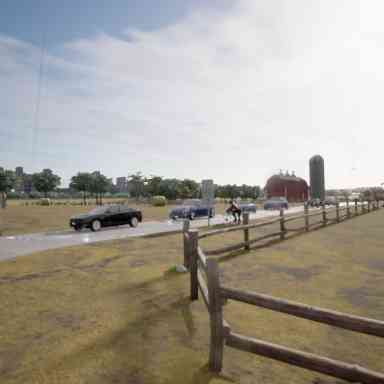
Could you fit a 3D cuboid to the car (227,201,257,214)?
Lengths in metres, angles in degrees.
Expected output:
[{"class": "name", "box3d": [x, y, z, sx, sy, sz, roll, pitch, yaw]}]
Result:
[{"class": "car", "box3d": [5.443, 1.667, 36.177, 1.994, 1.385, 4.181, -2, -1, 35]}]

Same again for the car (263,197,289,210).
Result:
[{"class": "car", "box3d": [11.178, 1.472, 44.142, 2.097, 1.767, 4.553, -2, -1, 36]}]

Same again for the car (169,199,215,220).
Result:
[{"class": "car", "box3d": [0.063, 1.442, 28.664, 2.097, 1.767, 4.553, -2, -1, 36]}]

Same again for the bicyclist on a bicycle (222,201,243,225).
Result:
[{"class": "bicyclist on a bicycle", "box3d": [2.739, 1.403, 22.116, 1.656, 1.620, 0.582, 0, 0, 36]}]

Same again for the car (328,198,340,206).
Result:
[{"class": "car", "box3d": [23.680, 1.669, 56.613, 2.033, 1.411, 5.357, -2, -2, 35]}]

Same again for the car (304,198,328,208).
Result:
[{"class": "car", "box3d": [17.892, 1.661, 48.533, 1.895, 1.301, 4.718, -2, -2, 35]}]

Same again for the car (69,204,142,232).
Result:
[{"class": "car", "box3d": [-5.337, 1.555, 21.092, 1.882, 1.535, 5.008, -2, -1, 35]}]
